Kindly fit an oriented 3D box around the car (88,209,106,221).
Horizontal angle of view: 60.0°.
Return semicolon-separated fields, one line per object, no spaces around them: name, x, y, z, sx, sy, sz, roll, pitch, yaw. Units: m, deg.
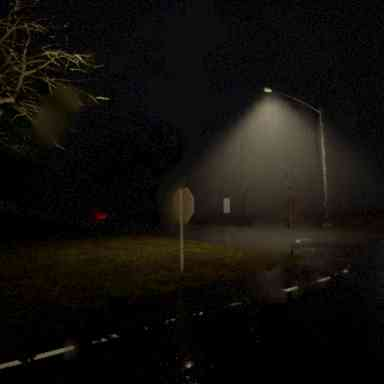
car;-17.225;4.222;60.715;2.150;2.045;5.566;-1;-1;-35

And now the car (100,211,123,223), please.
car;-12.910;4.255;54.515;1.994;1.385;4.181;-2;-2;-33
